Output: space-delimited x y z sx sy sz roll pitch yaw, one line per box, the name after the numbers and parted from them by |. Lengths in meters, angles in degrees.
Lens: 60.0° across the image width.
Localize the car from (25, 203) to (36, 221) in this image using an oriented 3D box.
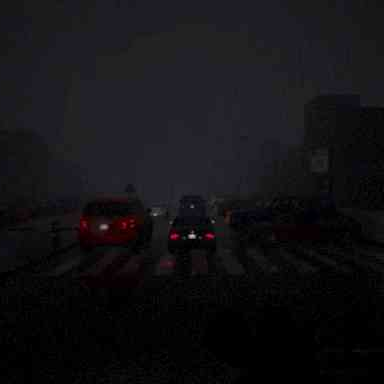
-15.487 1.584 26.527 4.553 1.767 2.185 -1 0 0 | car

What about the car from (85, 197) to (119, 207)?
-15.314 1.730 56.861 5.366 1.575 1.946 -1 0 0 | car

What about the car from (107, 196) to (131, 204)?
-15.436 1.669 70.648 4.553 1.767 2.185 -1 0 0 | car

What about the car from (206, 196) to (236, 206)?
4.866 1.526 56.197 4.892 1.521 2.231 -1 0 0 | car

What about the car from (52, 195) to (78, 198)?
-15.485 1.455 43.072 5.566 2.045 2.435 -1 0 0 | car

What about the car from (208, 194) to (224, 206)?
4.836 1.243 44.959 5.566 2.045 2.435 -1 0 0 | car

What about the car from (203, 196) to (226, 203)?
4.926 1.599 72.872 4.892 1.521 2.231 -1 0 0 | car

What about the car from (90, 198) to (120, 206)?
-15.463 1.774 59.619 4.792 1.488 2.163 -1 0 0 | car

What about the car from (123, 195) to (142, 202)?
-15.458 1.778 87.191 4.553 1.767 2.185 -1 0 0 | car

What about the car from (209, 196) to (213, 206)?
4.758 1.516 39.398 4.792 1.488 2.163 -1 0 0 | car

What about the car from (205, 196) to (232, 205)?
4.881 1.586 61.756 4.674 1.452 2.002 -1 0 0 | car

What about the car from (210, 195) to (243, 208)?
4.854 1.375 47.771 4.553 1.767 2.185 -1 0 0 | car

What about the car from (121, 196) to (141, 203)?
-15.461 1.913 84.432 4.792 1.488 2.163 -1 0 0 | car

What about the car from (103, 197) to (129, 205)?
-15.501 1.810 67.890 4.792 1.488 2.163 -1 0 0 | car

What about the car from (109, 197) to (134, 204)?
-15.454 1.810 73.404 5.008 1.535 2.097 -1 0 0 | car

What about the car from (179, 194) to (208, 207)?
0.031 1.264 29.004 2.150 2.045 5.566 -1 0 0 | car

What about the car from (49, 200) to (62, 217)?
-15.512 1.746 32.043 4.674 1.452 2.002 -1 0 0 | car

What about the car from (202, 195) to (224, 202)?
5.165 1.658 83.862 5.366 1.575 1.946 -1 0 0 | car

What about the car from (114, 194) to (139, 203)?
-15.477 1.594 78.920 5.566 2.045 2.435 -1 0 0 | car

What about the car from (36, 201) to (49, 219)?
-15.513 1.748 29.155 4.674 1.452 2.002 -1 0 0 | car

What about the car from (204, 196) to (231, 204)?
4.901 1.557 64.410 4.892 1.521 2.231 -1 0 0 | car

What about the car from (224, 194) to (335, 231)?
4.688 1.215 17.174 5.566 2.045 2.435 -1 0 0 | car

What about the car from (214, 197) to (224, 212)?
4.780 1.508 31.063 4.792 1.488 2.163 -1 0 0 | car

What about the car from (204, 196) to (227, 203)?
4.949 1.612 70.094 4.792 1.488 2.163 -1 0 0 | car

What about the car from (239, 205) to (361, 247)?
4.686 1.493 14.393 4.792 1.488 2.163 -1 0 0 | car

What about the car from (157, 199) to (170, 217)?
-2.959 1.604 29.389 1.812 1.442 4.674 -1 0 0 | car

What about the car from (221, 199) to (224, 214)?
4.731 1.472 22.732 5.008 1.535 2.097 -1 0 0 | car

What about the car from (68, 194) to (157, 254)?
-2.996 1.280 14.007 2.150 2.045 5.566 -1 0 0 | car

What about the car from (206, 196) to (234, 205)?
4.901 1.564 58.977 4.792 1.488 2.163 -1 0 0 | car

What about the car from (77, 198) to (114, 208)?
-15.691 1.726 54.099 5.366 1.575 1.946 -1 0 0 | car

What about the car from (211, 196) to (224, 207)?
4.948 1.475 33.840 5.366 1.575 1.946 -1 0 0 | car

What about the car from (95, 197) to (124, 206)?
-15.456 1.784 62.375 4.792 1.488 2.163 -1 0 0 | car

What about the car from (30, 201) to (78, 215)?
-15.515 1.744 37.558 4.674 1.452 2.002 -1 0 0 | car

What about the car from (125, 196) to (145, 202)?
-15.413 1.923 89.948 5.008 1.535 2.097 -1 0 0 | car

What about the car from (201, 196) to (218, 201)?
5.028 1.787 95.100 4.674 1.452 2.002 -1 -1 0 | car

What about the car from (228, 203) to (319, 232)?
4.716 1.470 19.952 4.892 1.521 2.231 -1 0 0 | car

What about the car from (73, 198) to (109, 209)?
-15.535 1.750 51.342 4.792 1.488 2.163 -1 0 0 | car

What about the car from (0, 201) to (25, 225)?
-15.493 1.459 23.770 5.566 2.045 2.435 -1 0 0 | car

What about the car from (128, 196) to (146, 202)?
-15.409 1.988 92.702 4.674 1.452 2.002 -1 -1 0 | car

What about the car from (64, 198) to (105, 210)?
-15.693 1.713 48.584 5.366 1.575 1.946 -1 0 0 | car

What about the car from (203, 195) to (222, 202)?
4.939 1.521 81.202 4.553 1.767 2.185 -1 0 0 | car

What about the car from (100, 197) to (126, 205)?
-15.476 1.807 65.096 4.674 1.452 2.002 -1 0 0 | car

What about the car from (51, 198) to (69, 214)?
-15.508 1.705 34.800 5.008 1.535 2.097 -1 0 0 | car

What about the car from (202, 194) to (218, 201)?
4.984 1.596 92.324 4.553 1.767 2.185 -1 -1 0 | car

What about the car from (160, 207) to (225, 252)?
0.007 1.579 13.986 2.033 1.411 5.357 -1 0 0 | car

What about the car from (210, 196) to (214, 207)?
4.746 1.513 36.621 4.792 1.488 2.163 -1 0 0 | car

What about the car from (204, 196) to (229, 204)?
4.902 1.569 67.189 5.008 1.535 2.097 -1 0 0 | car
